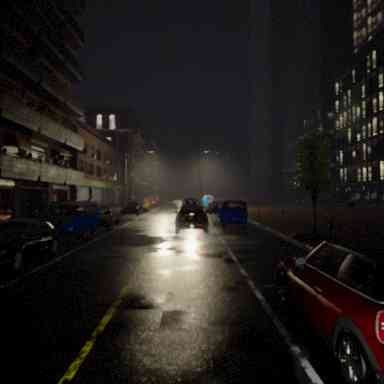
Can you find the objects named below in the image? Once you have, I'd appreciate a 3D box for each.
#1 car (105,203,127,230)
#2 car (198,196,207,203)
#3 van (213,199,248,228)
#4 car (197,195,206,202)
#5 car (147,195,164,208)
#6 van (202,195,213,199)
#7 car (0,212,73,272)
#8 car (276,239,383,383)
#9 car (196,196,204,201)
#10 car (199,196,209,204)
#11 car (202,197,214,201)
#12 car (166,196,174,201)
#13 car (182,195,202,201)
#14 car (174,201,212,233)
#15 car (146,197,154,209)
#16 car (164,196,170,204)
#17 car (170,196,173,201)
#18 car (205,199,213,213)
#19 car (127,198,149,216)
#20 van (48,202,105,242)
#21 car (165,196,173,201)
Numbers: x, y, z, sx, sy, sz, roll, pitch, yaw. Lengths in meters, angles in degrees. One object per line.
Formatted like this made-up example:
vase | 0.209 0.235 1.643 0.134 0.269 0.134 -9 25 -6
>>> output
car | -5.798 1.572 21.709 1.752 1.417 4.829 1 0 0
car | 2.285 1.666 72.053 1.887 1.381 4.507 1 0 0
van | 2.584 1.373 21.927 1.690 1.788 3.998 1 0 0
car | 2.255 1.573 77.623 1.967 1.590 4.097 1 0 0
car | -5.960 1.410 49.726 2.192 1.841 5.009 1 0 0
van | 2.420 1.421 49.775 1.690 1.788 3.998 1 0 0
car | -5.734 1.579 10.739 2.008 1.369 4.403 1 0 0
car | 2.681 1.444 5.218 1.967 1.590 4.097 1 0 0
car | 2.188 1.699 88.762 1.887 1.381 4.507 1 0 0
car | 2.318 1.636 66.653 1.752 1.417 4.829 1 0 0
car | 2.482 1.585 38.804 1.752 1.417 4.829 1 0 0
car | -6.225 1.746 94.283 1.947 1.339 4.313 1 0 0
car | -0.139 1.422 41.848 2.097 1.767 4.553 0 0 0
car | -0.016 1.540 19.968 1.837 1.490 4.892 0 0 0
car | -5.896 1.600 38.417 1.752 1.417 4.829 1 0 0
car | -6.062 1.671 66.435 1.887 1.381 4.507 1 0 0
car | -6.127 1.730 77.574 1.802 1.307 4.206 1 0 0
car | 2.515 1.632 33.065 1.802 1.307 4.206 1 0 0
car | -5.864 1.616 33.016 2.008 1.369 4.403 1 0 0
van | -5.763 1.379 16.310 1.690 1.788 3.998 1 0 0
car | -6.192 1.714 88.714 1.887 1.381 4.507 1 0 0
